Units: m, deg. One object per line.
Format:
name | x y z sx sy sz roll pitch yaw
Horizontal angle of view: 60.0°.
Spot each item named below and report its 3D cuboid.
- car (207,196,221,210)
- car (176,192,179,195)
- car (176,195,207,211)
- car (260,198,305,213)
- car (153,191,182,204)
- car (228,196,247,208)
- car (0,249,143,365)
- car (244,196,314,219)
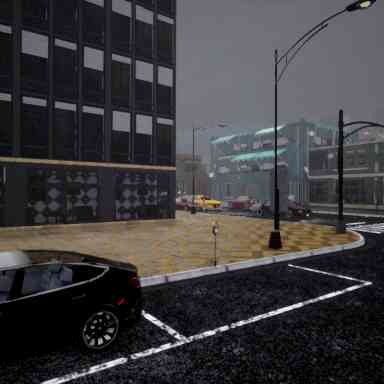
car | 1.074 1.134 35.523 1.882 1.535 5.008 0 0 -36
car | -0.577 1.100 47.573 2.008 1.369 4.403 1 0 -36
car | -0.783 1.230 33.673 1.802 1.307 4.206 1 0 -36
car | 9.256 1.340 34.150 1.802 1.307 4.206 1 0 -36
car | -3.849 0.793 52.047 2.192 1.841 5.009 1 0 -36
car | 5.980 1.130 38.626 1.967 1.590 4.097 1 0 -36
car | -2.770 1.566 4.579 4.313 1.339 1.947 0 0 -35
car | 7.155 1.331 27.206 2.033 1.411 5.357 0 1 -36
